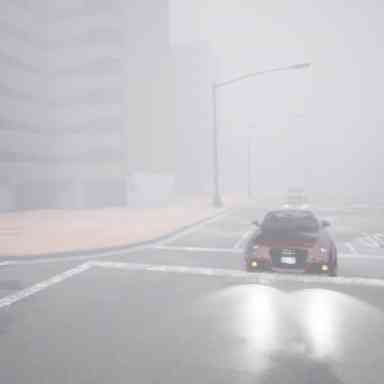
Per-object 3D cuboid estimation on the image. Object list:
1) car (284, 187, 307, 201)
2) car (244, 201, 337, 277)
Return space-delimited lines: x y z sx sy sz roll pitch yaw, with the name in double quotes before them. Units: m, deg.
"car" 10.367 0.239 33.454 2.097 1.767 4.553 -1 1 18
"car" 2.611 1.160 8.868 1.994 1.385 4.181 -1 2 18
